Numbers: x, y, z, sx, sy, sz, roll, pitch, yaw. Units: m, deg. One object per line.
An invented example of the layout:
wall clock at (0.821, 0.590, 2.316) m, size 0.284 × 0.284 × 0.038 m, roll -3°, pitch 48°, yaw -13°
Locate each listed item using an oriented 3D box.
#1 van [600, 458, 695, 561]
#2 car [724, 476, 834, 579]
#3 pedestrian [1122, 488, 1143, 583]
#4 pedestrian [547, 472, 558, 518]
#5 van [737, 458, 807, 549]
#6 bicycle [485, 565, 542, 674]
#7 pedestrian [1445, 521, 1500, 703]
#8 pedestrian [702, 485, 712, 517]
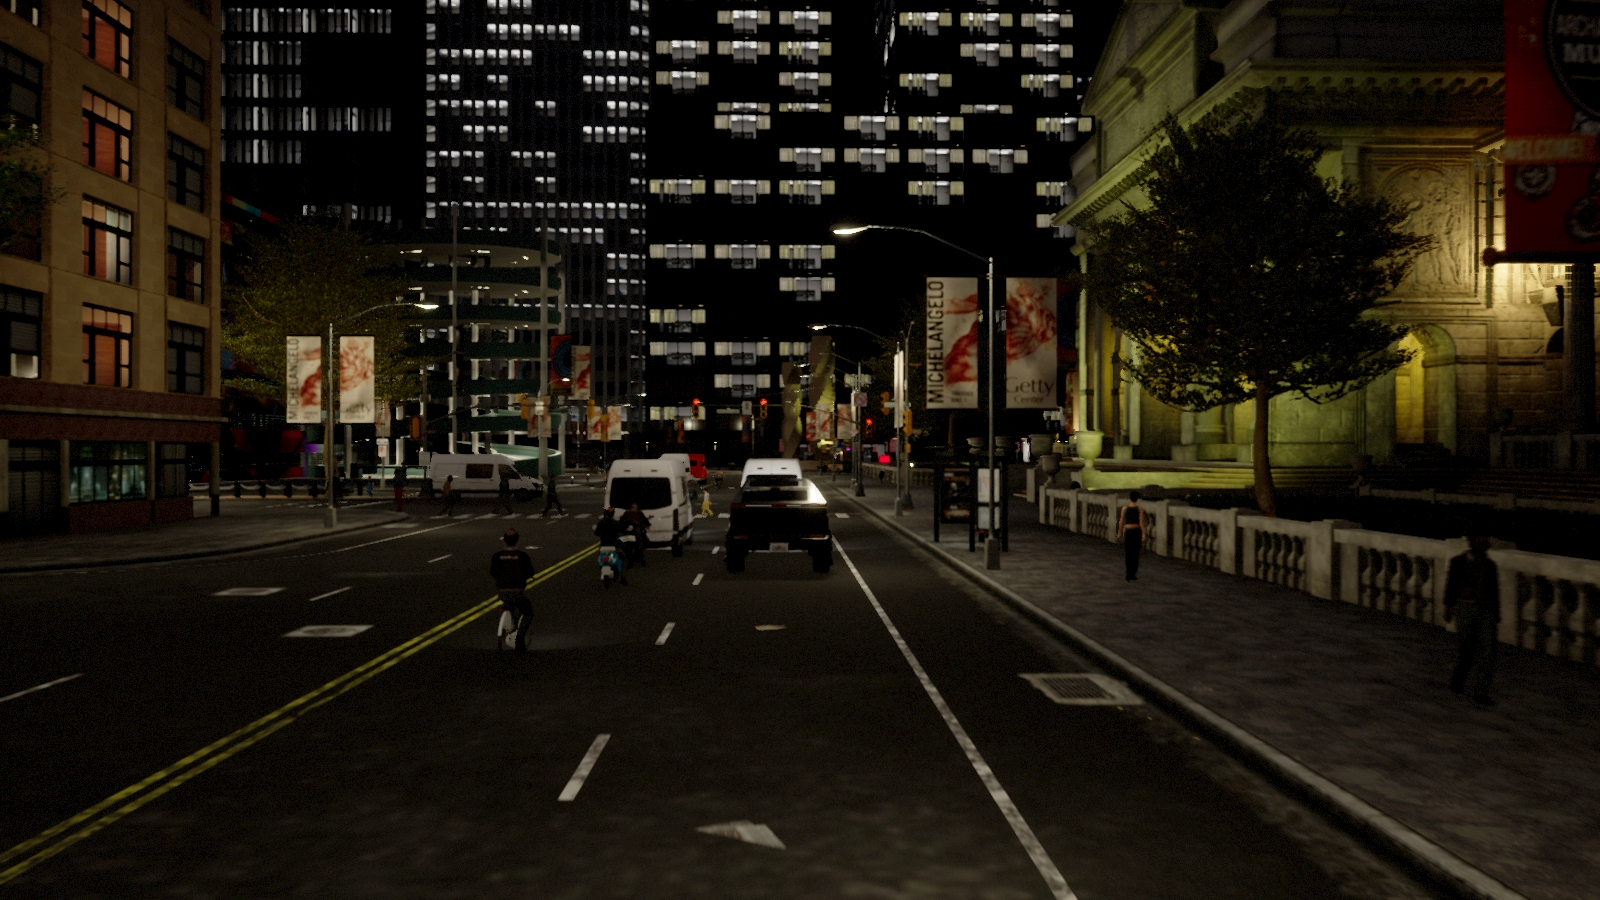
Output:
van at (-4.118, 1.535, 31.833) m, size 1.988 × 2.561 × 5.915 m, roll 0°, pitch 0°, yaw -1°
car at (-0.523, 1.754, 27.890) m, size 2.390 × 2.098 × 6.274 m, roll 0°, pitch 0°, yaw -1°
pedestrian at (6.644, 1.697, 22.818) m, size 0.375 × 1.860 × 0.375 m, roll 0°, pitch 0°, yaw 21°
pedestrian at (-10.175, 1.850, 47.016) m, size 0.375 × 1.860 × 0.375 m, roll 0°, pitch 0°, yaw -2°
van at (-0.786, 1.534, 35.446) m, size 1.988 × 2.561 × 5.915 m, roll 0°, pitch 0°, yaw 0°
bicycle at (-3.780, 2.210, 15.169) m, size 0.329 × 1.171 × 1.835 m, roll 0°, pitch 0°, yaw -1°
pedestrian at (7.087, 1.696, 12.042) m, size 0.375 × 1.860 × 0.375 m, roll 0°, pitch 0°, yaw 6°
pedestrian at (-3.888, 2.129, 47.784) m, size 0.375 × 1.300 × 0.375 m, roll 0°, pitch 0°, yaw 4°
